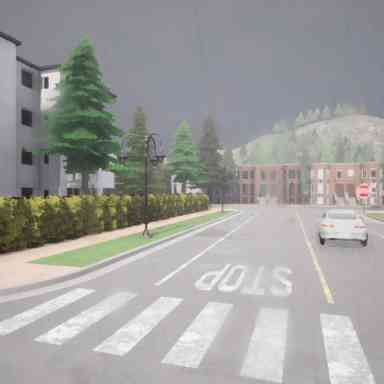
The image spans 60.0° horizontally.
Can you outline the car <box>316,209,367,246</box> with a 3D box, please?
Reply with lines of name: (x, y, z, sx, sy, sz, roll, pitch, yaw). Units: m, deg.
car: (6.810, 1.529, 15.339, 1.812, 1.442, 4.674, 0, 0, 19)
